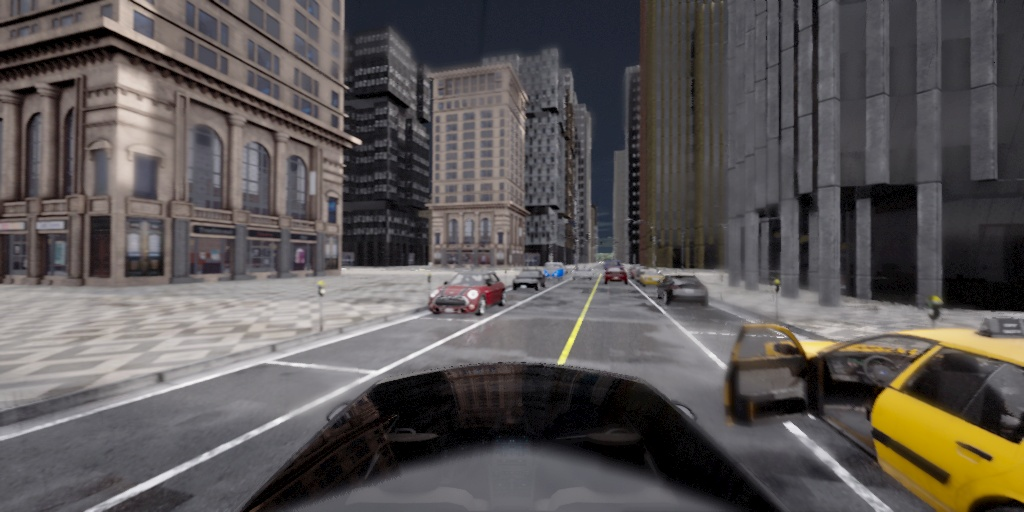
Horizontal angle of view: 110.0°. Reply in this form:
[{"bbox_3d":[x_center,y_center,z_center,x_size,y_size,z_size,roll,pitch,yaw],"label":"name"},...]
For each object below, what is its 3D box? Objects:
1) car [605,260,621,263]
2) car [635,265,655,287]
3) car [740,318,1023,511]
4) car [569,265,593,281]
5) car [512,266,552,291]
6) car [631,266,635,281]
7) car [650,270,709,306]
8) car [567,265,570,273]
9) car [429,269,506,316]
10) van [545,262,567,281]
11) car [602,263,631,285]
[{"bbox_3d":[11.760,1.527,41.774,2.150,2.045,5.566,0,0,15],"label":"car"},{"bbox_3d":[11.023,1.667,28.329,1.751,1.417,4.829,0,0,15],"label":"car"},{"bbox_3d":[3.855,1.248,2.881,1.801,1.575,5.366,0,-1,15],"label":"car"},{"bbox_3d":[7.338,1.822,37.109,1.895,1.301,4.718,0,-1,15],"label":"car"},{"bbox_3d":[1.293,1.604,24.896,1.948,1.339,4.313,0,0,15],"label":"car"},{"bbox_3d":[12.424,1.765,33.617,2.007,1.370,4.403,0,0,15],"label":"car"},{"bbox_3d":[8.089,1.559,17.260,1.948,1.339,4.313,0,0,15],"label":"car"},{"bbox_3d":[8.518,1.951,52.157,2.007,1.370,4.403,0,0,15],"label":"car"},{"bbox_3d":[-1.597,1.328,13.991,1.967,1.591,4.097,0,0,15],"label":"car"},{"bbox_3d":[4.183,1.525,35.800,1.690,1.789,3.998,0,0,15],"label":"van"},{"bbox_3d":[9.070,1.644,31.417,1.882,1.535,5.008,0,-1,15],"label":"car"}]
